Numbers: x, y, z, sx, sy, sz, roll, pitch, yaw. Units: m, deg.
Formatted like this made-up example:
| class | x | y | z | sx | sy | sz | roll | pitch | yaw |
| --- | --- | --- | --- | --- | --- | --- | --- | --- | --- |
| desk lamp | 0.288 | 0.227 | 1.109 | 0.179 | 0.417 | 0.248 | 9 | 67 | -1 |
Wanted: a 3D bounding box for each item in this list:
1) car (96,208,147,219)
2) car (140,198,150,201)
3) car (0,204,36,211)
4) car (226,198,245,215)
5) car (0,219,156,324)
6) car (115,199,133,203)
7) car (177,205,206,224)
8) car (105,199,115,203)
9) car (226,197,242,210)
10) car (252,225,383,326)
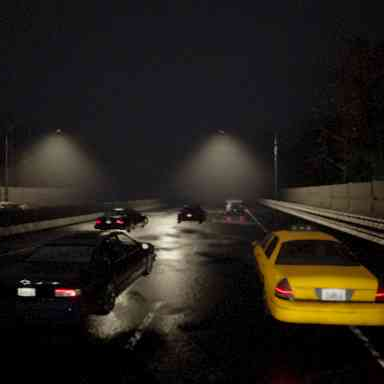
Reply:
| class | x | y | z | sx | sy | sz | roll | pitch | yaw |
| --- | --- | --- | --- | --- | --- | --- | --- | --- | --- |
| car | -4.225 | 1.700 | 20.565 | 2.033 | 1.411 | 5.357 | 0 | 0 | 7 |
| car | -9.368 | 2.021 | 66.598 | 1.812 | 1.442 | 4.674 | 0 | 0 | 7 |
| car | -14.285 | 1.745 | 26.507 | 2.128 | 1.511 | 4.902 | 0 | 0 | 7 |
| car | 4.817 | 1.722 | 37.194 | 1.812 | 1.442 | 4.674 | 0 | 0 | 7 |
| car | -2.258 | 1.608 | 7.631 | 2.033 | 1.411 | 5.357 | 0 | 0 | 7 |
| car | -12.895 | 2.063 | 66.474 | 2.033 | 1.411 | 5.357 | 0 | 0 | 7 |
| car | 0.047 | 1.727 | 26.749 | 1.994 | 1.385 | 4.181 | 0 | 0 | 7 |
| car | -16.209 | 2.076 | 68.202 | 1.812 | 1.442 | 4.674 | 0 | 0 | 7 |
| car | 5.937 | 1.608 | 47.224 | 2.097 | 1.767 | 4.553 | 0 | 0 | 7 |
| car | 2.370 | 1.485 | 7.387 | 1.801 | 1.575 | 5.366 | 0 | 0 | 7 |
